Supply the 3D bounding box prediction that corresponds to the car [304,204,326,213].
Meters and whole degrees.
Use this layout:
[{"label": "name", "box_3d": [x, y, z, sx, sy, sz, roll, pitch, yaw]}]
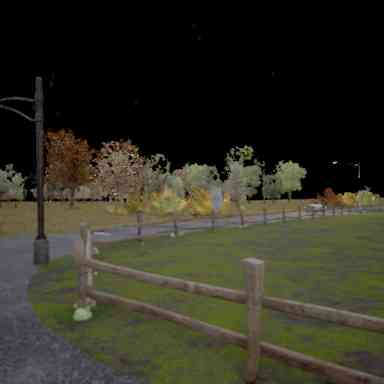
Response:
[{"label": "car", "box_3d": [19.513, 2.575, 52.491, 2.033, 1.411, 5.357, -2, -2, 40]}]
